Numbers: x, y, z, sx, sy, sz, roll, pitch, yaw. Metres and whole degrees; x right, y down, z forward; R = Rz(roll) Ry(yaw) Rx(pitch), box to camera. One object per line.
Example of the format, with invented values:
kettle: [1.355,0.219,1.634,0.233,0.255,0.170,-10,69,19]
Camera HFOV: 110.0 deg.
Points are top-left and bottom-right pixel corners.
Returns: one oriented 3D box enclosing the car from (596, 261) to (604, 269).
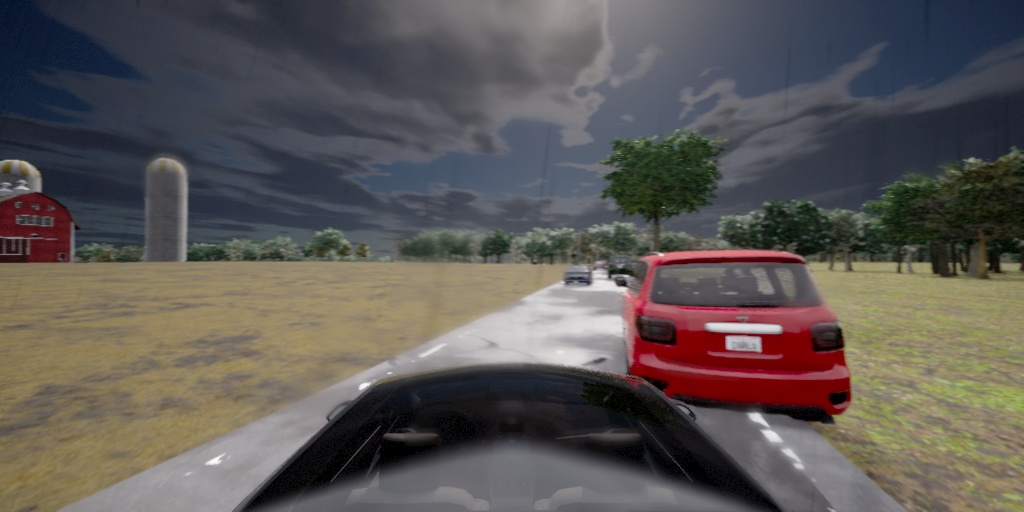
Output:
car: [13.753,1.496,56.134,1.812,1.442,4.674,-1,-1,16]

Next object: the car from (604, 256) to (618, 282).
car: [9.879,1.002,32.813,2.150,2.045,5.566,-1,-1,17]

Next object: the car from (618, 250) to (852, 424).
car: [3.005,0.950,6.069,2.150,2.045,5.566,-1,0,16]

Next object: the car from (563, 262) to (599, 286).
car: [5.030,1.369,26.584,2.033,1.411,5.357,-1,0,16]
